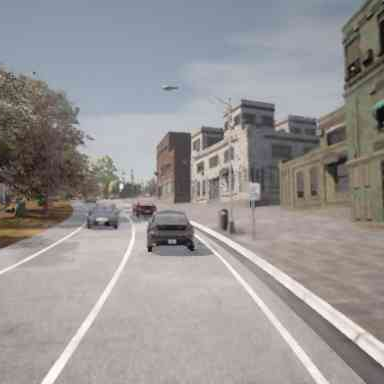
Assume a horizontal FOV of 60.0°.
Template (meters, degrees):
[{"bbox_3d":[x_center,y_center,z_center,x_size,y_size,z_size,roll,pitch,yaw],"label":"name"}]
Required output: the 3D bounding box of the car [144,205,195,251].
[{"bbox_3d":[-1.013,1.540,14.388,1.837,1.490,4.892,1,0,-7],"label":"car"}]

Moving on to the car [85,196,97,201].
[{"bbox_3d":[-18.291,1.411,60.322,1.994,1.385,4.181,2,0,-19],"label":"car"}]

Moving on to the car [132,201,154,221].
[{"bbox_3d":[-4.649,1.566,32.180,1.882,1.535,5.008,1,0,-16],"label":"car"}]

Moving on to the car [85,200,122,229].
[{"bbox_3d":[-5.662,1.505,21.599,2.128,1.511,4.902,1,0,-11],"label":"car"}]
